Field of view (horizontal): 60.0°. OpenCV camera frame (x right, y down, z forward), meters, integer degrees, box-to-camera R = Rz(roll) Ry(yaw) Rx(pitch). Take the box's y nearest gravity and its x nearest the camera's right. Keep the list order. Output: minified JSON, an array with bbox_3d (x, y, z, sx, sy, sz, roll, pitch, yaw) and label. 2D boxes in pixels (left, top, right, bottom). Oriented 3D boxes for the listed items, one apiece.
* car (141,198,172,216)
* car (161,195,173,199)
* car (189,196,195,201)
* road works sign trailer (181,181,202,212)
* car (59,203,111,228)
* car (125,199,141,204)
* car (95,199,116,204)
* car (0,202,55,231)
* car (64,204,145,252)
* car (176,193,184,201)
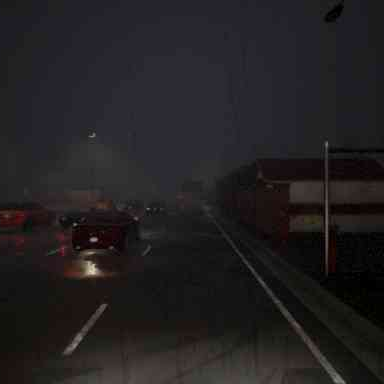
[{"bbox_3d":[-3.396,1.609,32.961,2.033,1.411,5.357,0,0,0],"label":"car"},{"bbox_3d":[-6.988,1.705,95.358,2.033,1.411,5.357,0,0,0],"label":"car"},{"bbox_3d":[0.012,1.666,95.357,1.837,1.490,4.892,0,0,0],"label":"car"},{"bbox_3d":[0.005,0.536,38.585,2.380,3.560,2.880,0,0,0],"label":"road works sign trailer"},{"bbox_3d":[-6.897,1.641,21.767,1.895,1.301,4.718,0,0,0],"label":"car"},{"bbox_3d":[-6.909,1.599,39.509,1.812,1.442,4.674,0,0,0],"label":"car"},{"bbox_3d":[-10.395,1.551,39.826,1.882,1.535,5.008,0,0,0],"label":"car"},{"bbox_3d":[-10.397,1.391,20.862,2.097,1.767,4.553,0,0,0],"label":"car"},{"bbox_3d":[-3.399,1.504,13.984,1.882,1.535,5.008,0,0,0],"label":"car"},{"bbox_3d":[-3.488,1.391,95.388,2.150,2.045,5.566,0,0,0],"label":"car"}]
